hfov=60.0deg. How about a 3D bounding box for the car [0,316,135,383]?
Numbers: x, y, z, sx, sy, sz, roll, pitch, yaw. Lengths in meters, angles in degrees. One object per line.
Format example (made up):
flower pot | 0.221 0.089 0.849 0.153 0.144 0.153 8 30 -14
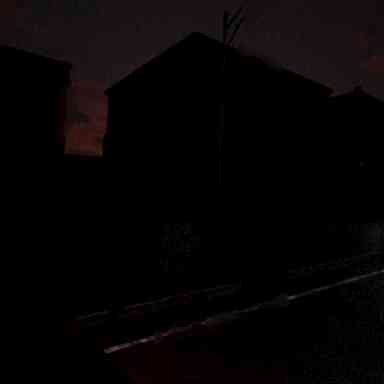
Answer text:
car | -2.720 1.599 1.733 4.718 1.301 1.895 0 0 -36
